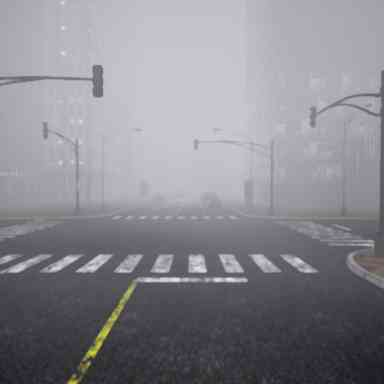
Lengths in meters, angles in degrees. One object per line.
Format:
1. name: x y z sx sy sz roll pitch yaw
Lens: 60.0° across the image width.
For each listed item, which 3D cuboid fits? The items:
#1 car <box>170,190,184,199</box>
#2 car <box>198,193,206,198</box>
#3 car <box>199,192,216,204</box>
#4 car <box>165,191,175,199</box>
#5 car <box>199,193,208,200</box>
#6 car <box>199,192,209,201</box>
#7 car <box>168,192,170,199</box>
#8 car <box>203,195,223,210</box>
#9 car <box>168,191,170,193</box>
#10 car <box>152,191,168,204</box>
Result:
1. car: -2.776 0.468 69.090 2.097 1.767 4.553 0 0 0
2. car: 2.522 0.928 86.556 1.802 1.307 4.206 -1 0 0
3. car: 2.521 0.960 47.883 2.192 1.841 5.009 -1 0 0
4. car: -5.360 0.705 81.002 2.192 1.841 5.009 -1 0 0
5. car: 2.526 0.978 75.507 1.887 1.381 4.507 -1 0 0
6. car: 2.526 0.916 69.982 1.967 1.590 4.097 -1 0 0
7. car: -5.348 1.143 58.906 1.802 1.307 4.206 -1 0 0
8. car: 2.508 1.310 36.836 1.802 1.307 4.206 -1 0 0
9. car: -5.356 0.873 75.478 1.967 1.590 4.097 -1 0 0
10. car: -5.347 1.044 53.381 1.967 1.590 4.097 -1 0 0
